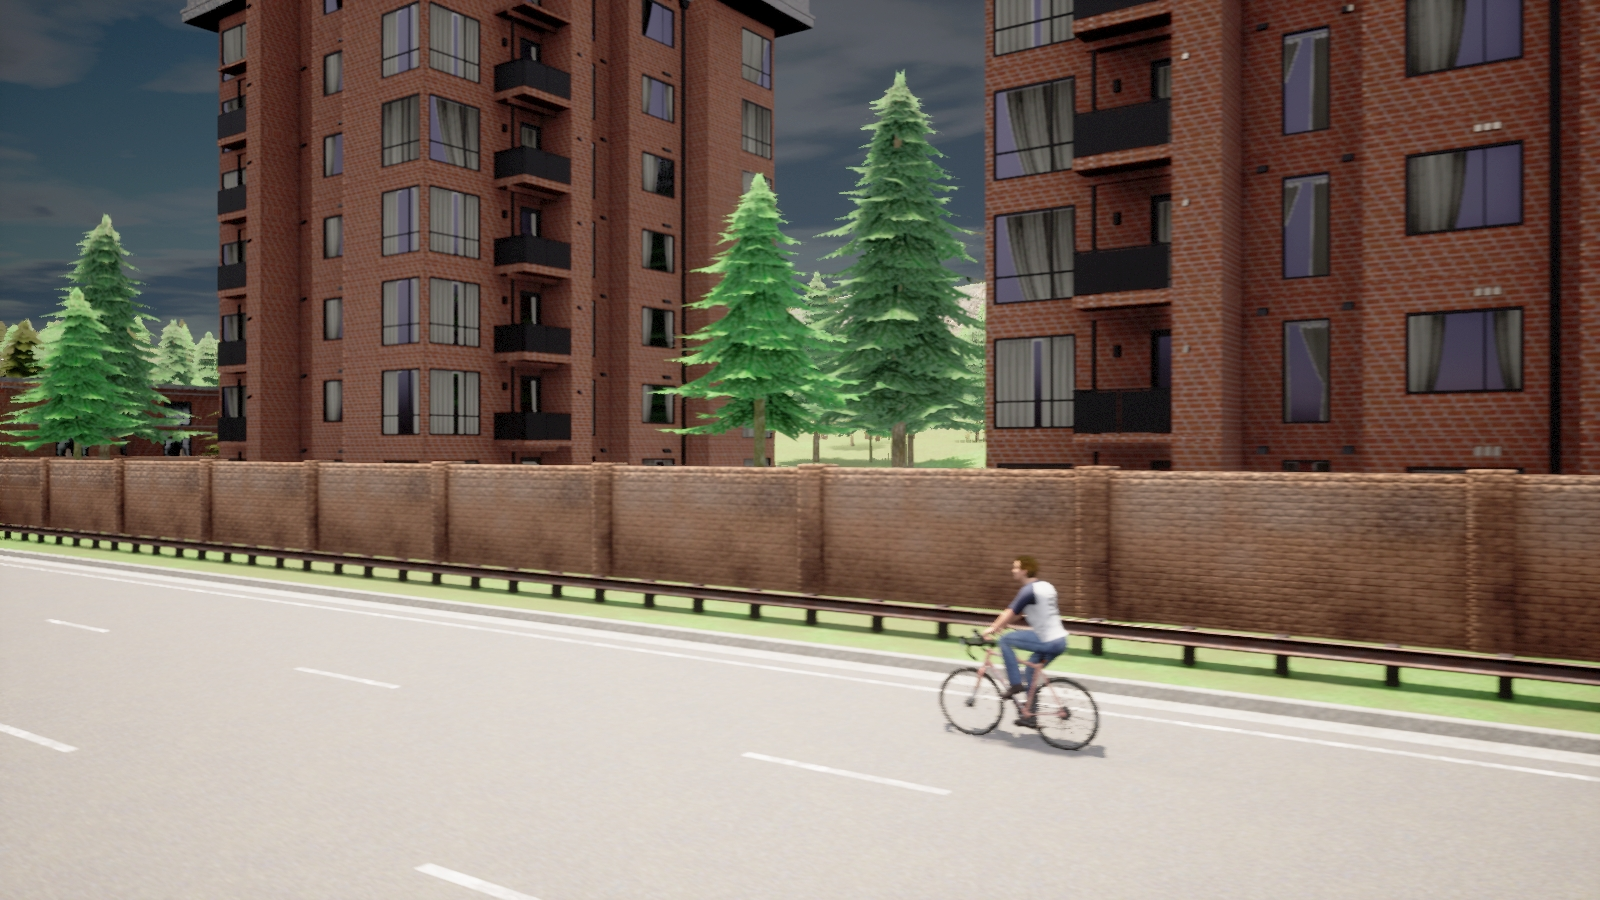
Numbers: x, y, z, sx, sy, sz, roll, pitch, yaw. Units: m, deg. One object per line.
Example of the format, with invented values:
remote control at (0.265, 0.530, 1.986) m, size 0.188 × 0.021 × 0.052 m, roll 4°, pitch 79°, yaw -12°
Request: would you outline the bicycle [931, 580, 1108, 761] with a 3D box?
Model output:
bicycle at (2.075, 2.060, 10.928) m, size 1.643 × 1.496 × 0.373 m, roll 0°, pitch 0°, yaw 36°
